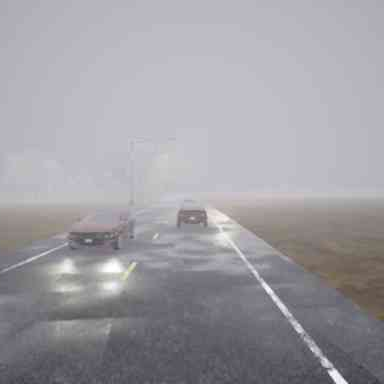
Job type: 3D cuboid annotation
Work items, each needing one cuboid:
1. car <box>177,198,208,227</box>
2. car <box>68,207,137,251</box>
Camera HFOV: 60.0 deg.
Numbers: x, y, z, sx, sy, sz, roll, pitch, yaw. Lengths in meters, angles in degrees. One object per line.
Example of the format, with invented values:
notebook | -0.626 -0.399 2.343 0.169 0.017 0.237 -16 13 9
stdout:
car | 0.007 1.405 22.282 1.882 1.535 5.008 0 0 0
car | -3.599 1.430 14.113 1.882 1.535 5.008 0 0 0
